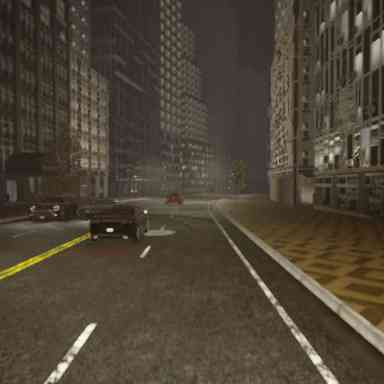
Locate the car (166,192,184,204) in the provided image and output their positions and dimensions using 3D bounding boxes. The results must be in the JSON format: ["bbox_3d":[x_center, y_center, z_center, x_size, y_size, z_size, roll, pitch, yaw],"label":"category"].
[{"bbox_3d":[-2.278,0.772,46.546,2.097,1.767,4.553,0,1,5],"label":"car"}]

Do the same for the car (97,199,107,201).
[{"bbox_3d":[-6.507,1.221,25.435,2.033,1.411,5.357,0,1,0],"label":"car"}]

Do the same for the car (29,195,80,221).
[{"bbox_3d":[-9.776,1.045,23.953,2.097,1.767,4.553,0,1,0],"label":"car"}]

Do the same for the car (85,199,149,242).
[{"bbox_3d":[-3.153,1.280,15.227,1.882,1.535,5.008,0,1,0],"label":"car"}]
